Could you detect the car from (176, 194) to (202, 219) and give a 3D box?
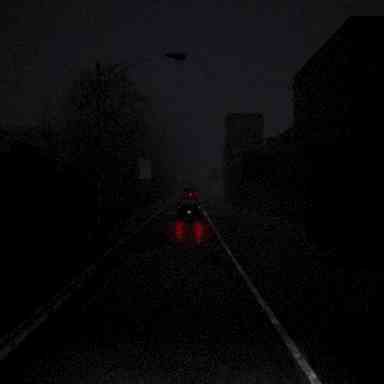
[{"bbox_3d":[-0.218,1.171,25.279,1.812,1.442,4.674,0,1,0],"label":"car"}]

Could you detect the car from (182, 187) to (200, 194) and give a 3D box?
[{"bbox_3d":[-0.173,0.325,43.031,2.150,2.045,5.566,0,2,0],"label":"car"}]
